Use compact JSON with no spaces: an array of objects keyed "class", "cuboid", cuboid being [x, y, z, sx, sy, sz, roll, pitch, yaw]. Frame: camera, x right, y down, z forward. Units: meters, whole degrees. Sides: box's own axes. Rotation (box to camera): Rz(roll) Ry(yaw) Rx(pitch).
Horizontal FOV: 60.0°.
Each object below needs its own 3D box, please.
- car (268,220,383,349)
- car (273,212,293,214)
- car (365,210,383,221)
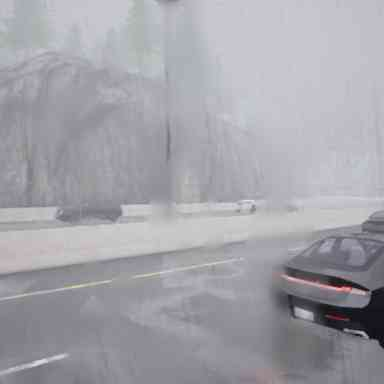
[{"class":"car","cuboid":[3.511,1.532,6.246,4.902,1.511,2.128,0,0,-38]},{"class":"car","cuboid":[9.522,1.740,34.806,4.181,1.385,1.994,0,-1,-45]},{"class":"car","cuboid":[9.725,1.594,15.733,4.892,1.490,1.837,0,0,-41]}]
